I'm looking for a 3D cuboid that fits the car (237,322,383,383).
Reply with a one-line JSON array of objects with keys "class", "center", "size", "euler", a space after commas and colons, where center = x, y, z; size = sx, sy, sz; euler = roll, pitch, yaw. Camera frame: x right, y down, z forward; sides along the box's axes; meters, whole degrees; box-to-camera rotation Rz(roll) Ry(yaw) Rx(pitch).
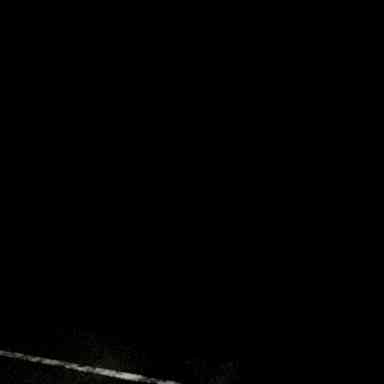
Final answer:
[{"class": "car", "center": [2.908, 1.794, 2.845], "size": [5.008, 1.535, 1.882], "euler": [2, -3, 14]}]
